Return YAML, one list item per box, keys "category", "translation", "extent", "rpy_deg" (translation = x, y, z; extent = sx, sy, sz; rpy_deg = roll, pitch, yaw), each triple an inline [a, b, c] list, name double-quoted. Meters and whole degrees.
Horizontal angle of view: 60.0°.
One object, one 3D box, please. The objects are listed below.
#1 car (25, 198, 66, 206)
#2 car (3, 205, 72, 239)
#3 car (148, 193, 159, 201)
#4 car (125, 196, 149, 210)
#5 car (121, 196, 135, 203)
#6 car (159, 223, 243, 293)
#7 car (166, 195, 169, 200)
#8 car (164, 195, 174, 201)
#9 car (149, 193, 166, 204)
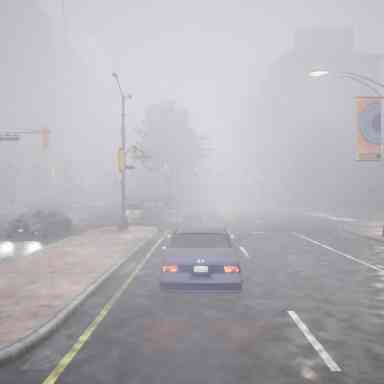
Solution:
- category: "car"
  translation: [-18.150, 1.526, 41.274]
  extent: [4.674, 1.442, 1.812]
  rpy_deg: [0, 1, -26]
- category: "car"
  translation: [-7.790, 1.564, 17.175]
  extent: [1.994, 1.385, 4.181]
  rpy_deg: [0, 0, 1]
- category: "car"
  translation: [-9.882, 1.224, 86.611]
  extent: [2.150, 2.045, 5.566]
  rpy_deg: [0, 0, 1]
- category: "car"
  translation: [-7.304, 1.547, 42.983]
  extent: [2.033, 1.411, 5.357]
  rpy_deg: [0, 0, 1]
- category: "car"
  translation: [-13.447, 1.595, 69.884]
  extent: [1.895, 1.301, 4.718]
  rpy_deg: [0, 0, 1]
- category: "car"
  translation: [0.232, 1.547, 8.987]
  extent: [2.033, 1.411, 5.357]
  rpy_deg: [0, 0, 1]
- category: "car"
  translation: [-6.575, 1.355, 76.341]
  extent: [2.097, 1.767, 4.553]
  rpy_deg: [0, 0, 1]
- category: "car"
  translation: [-6.300, 1.515, 90.912]
  extent: [2.128, 1.511, 4.902]
  rpy_deg: [0, 0, 1]
- category: "car"
  translation: [-6.820, 1.351, 65.340]
  extent: [2.097, 1.767, 4.553]
  rpy_deg: [0, 0, 2]
